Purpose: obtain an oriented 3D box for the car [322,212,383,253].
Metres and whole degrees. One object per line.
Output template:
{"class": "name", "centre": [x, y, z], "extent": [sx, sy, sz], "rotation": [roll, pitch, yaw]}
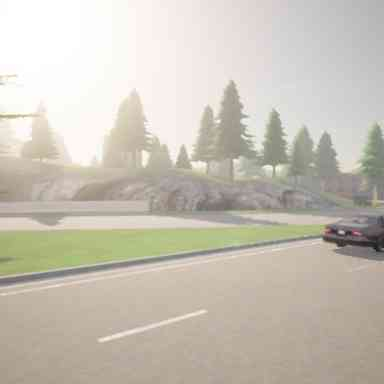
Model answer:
{"class": "car", "centre": [7.663, 1.544, 13.709], "extent": [5.357, 1.411, 2.033], "rotation": [0, 0, -33]}
